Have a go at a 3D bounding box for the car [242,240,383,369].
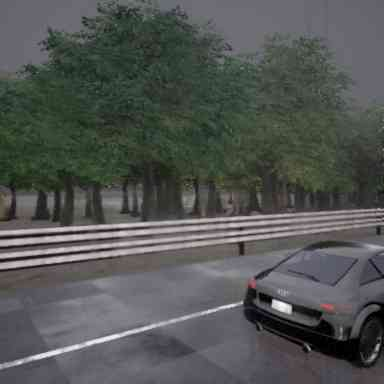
[{"bbox_3d":[2.882,1.565,5.801,4.181,1.385,1.994,0,0,-36],"label":"car"}]
